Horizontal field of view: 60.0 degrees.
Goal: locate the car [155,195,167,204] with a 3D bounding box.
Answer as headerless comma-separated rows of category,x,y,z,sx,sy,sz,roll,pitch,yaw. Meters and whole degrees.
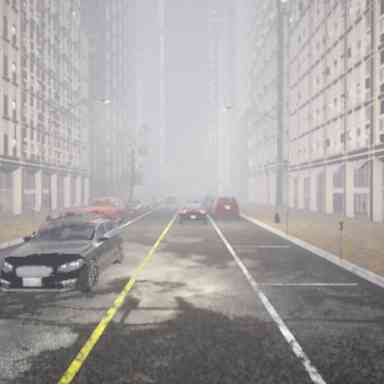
car,-5.697,1.366,61.326,1.752,1.417,4.829,0,0,0

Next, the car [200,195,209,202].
car,2.683,1.380,72.893,1.802,1.307,4.206,0,0,0

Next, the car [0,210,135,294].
car,-3.100,1.475,8.900,2.128,1.511,4.902,0,0,0

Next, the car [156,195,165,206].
car,-5.697,1.428,50.100,2.008,1.369,4.403,0,0,0

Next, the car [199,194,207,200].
car,2.683,1.294,84.289,1.887,1.381,4.507,0,0,0

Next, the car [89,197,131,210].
car,-5.696,1.271,21.607,2.192,1.841,5.009,0,0,0

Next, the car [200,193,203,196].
car,2.683,1.193,50.097,2.192,1.841,5.009,0,0,0

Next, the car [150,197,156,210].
car,-5.696,1.351,38.702,1.967,1.590,4.097,0,0,0

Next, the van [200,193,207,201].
van,2.682,1.115,78.590,1.690,1.788,3.998,0,0,0

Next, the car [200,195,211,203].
car,2.683,1.371,67.195,2.008,1.369,4.403,0,0,0

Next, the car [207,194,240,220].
car,2.684,1.257,27.303,2.192,1.841,5.009,0,0,0

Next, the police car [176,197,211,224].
police car,0.096,1.462,24.794,2.038,1.542,4.974,0,1,0

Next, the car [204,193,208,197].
car,2.684,1.242,33.001,2.192,1.841,5.009,0,0,0

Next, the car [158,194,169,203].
car,-5.698,1.260,67.196,1.967,1.590,4.097,0,0,0

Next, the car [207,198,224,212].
car,2.684,1.436,38.870,1.752,1.417,4.829,0,0,0

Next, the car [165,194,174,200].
car,-5.698,1.315,84.290,1.947,1.339,4.313,0,0,0

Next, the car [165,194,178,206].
car,-3.083,1.378,50.993,1.837,1.490,4.892,0,1,0

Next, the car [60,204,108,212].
car,-5.695,1.514,15.909,1.887,1.381,4.507,0,0,0

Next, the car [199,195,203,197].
car,0.096,1.468,41.154,1.994,1.385,4.181,0,0,0

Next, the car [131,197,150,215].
car,-5.696,1.367,33.004,1.967,1.590,4.097,0,0,0

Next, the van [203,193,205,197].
van,2.683,1.236,44.398,1.690,1.788,3.998,0,0,0
